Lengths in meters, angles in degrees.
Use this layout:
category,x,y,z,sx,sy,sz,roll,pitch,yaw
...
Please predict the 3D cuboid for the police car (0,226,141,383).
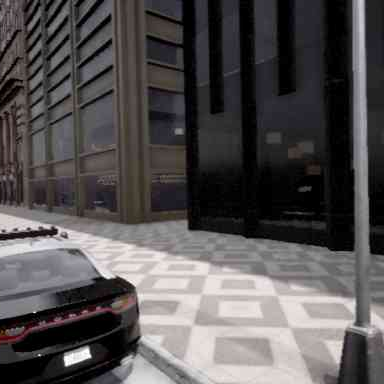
category,x,y,z,sx,sy,sz,roll,pitch,yaw
police car,-2.729,1.391,5.247,1.930,1.638,5.238,-2,1,-39
